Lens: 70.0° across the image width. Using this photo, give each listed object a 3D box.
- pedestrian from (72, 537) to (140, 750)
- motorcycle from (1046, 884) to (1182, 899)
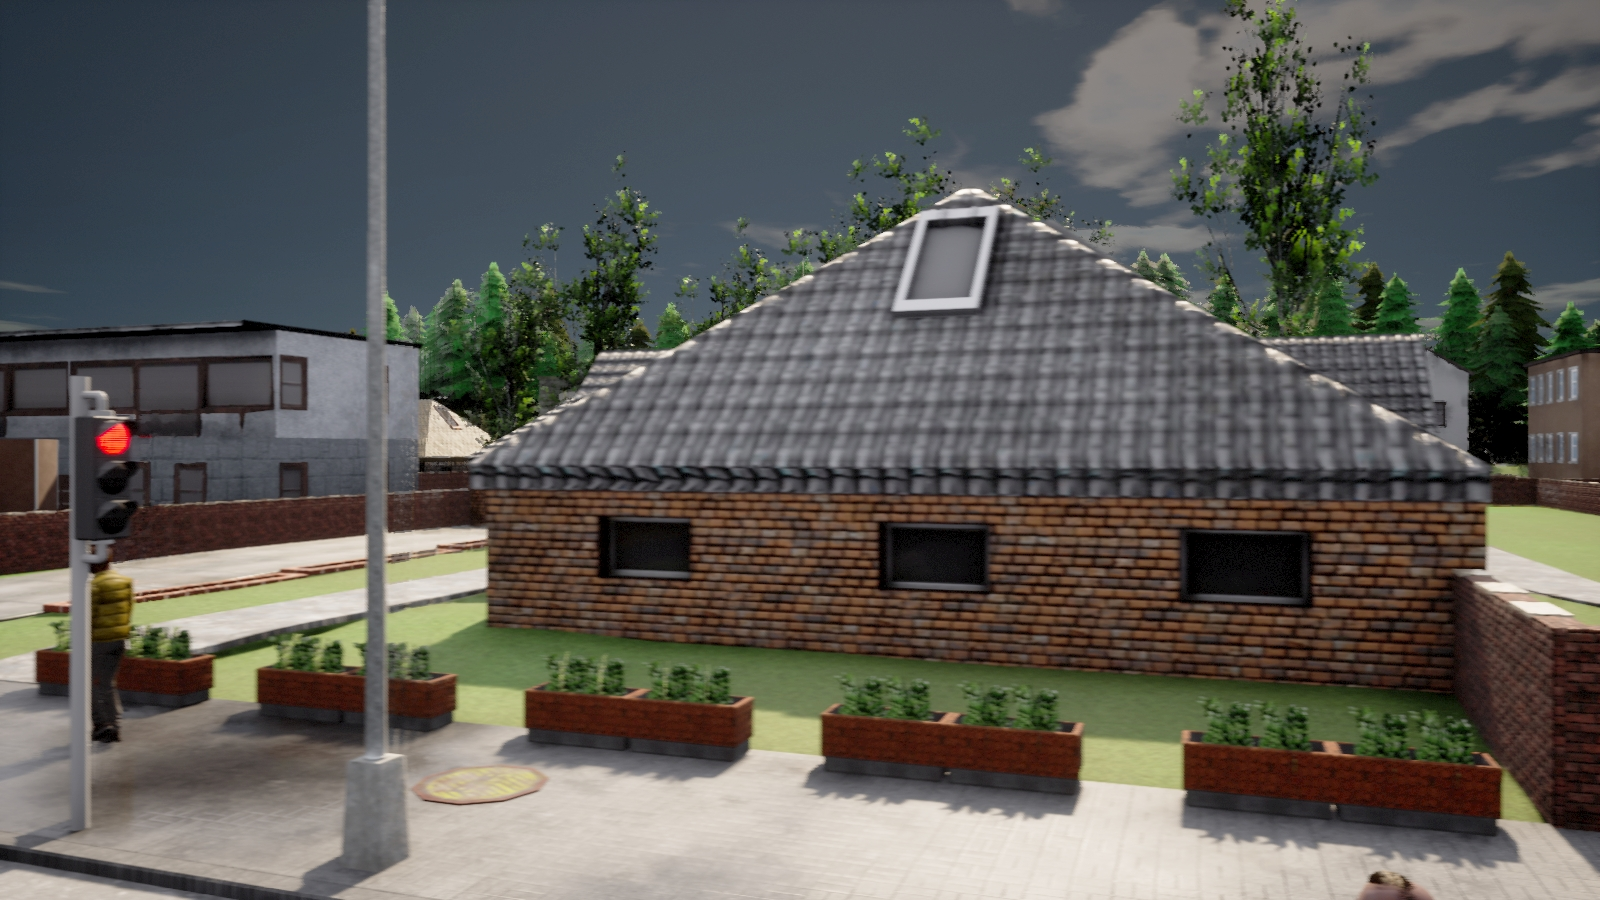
[{"bbox_3d":[-6.323,1.744,10.413,0.375,1.860,0.375,0,0,19],"label":"pedestrian"},{"bbox_3d":[1.570,2.142,3.205,1.805,1.316,0.856,0,0,19],"label":"motorcycle"}]
